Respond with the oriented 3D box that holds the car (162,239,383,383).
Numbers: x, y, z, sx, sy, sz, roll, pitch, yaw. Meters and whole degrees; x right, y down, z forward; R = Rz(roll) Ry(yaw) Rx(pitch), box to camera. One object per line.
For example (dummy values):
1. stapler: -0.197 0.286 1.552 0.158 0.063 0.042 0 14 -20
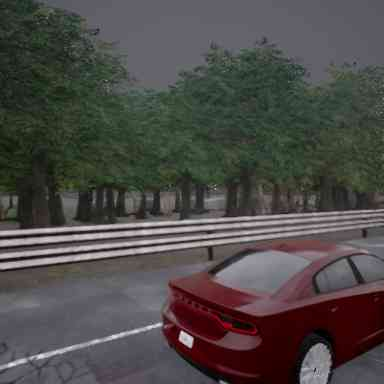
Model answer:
1. car: 1.950 1.486 5.139 5.008 1.535 1.882 0 0 -36
